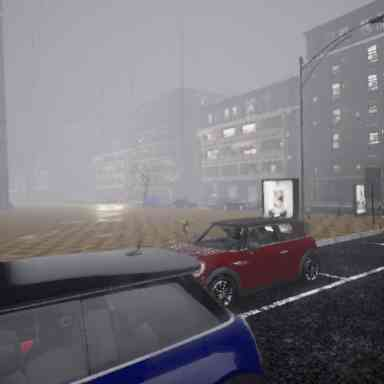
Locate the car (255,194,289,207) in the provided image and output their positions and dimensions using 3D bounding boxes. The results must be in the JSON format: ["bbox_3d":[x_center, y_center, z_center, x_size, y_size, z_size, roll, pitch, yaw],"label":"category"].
[{"bbox_3d":[10.797,1.084,45.186,1.967,1.590,4.097,-3,1,-37],"label":"car"}]

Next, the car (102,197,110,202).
[{"bbox_3d":[-21.370,2.037,87.878,1.947,1.339,4.313,-3,1,-37],"label":"car"}]

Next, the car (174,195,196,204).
[{"bbox_3d":[-1.326,1.396,61.145,1.967,1.590,4.097,-3,1,-37],"label":"car"}]

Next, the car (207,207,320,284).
[{"bbox_3d":[0.964,1.335,7.359,4.097,1.590,1.967,-2,0,-36],"label":"car"}]

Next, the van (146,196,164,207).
[{"bbox_3d":[-6.024,1.489,53.387,1.690,1.788,3.998,-3,1,-37],"label":"van"}]

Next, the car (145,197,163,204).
[{"bbox_3d":[-8.005,1.709,70.055,1.802,1.307,4.206,-3,1,-37],"label":"car"}]

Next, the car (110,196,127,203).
[{"bbox_3d":[-18.034,1.825,83.421,1.967,1.590,4.097,-3,1,-37],"label":"car"}]

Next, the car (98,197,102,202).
[{"bbox_3d":[-24.711,2.102,92.333,1.887,1.381,4.507,-3,1,-37],"label":"car"}]

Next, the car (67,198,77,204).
[{"bbox_3d":[-31.412,2.345,87.306,1.887,1.381,4.507,-3,1,-37],"label":"car"}]

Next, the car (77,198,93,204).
[{"bbox_3d":[-24.730,2.179,78.395,2.008,1.369,4.403,-3,1,-37],"label":"car"}]

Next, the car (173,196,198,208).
[{"bbox_3d":[-0.984,1.564,46.587,1.887,1.381,4.507,-3,1,-37],"label":"car"}]

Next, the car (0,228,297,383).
[{"bbox_3d":[-1.615,1.355,2.219,4.553,1.767,2.097,-2,1,-36],"label":"car"}]

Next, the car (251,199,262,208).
[{"bbox_3d":[8.577,1.326,33.760,2.008,1.369,4.403,-3,1,-37],"label":"car"}]

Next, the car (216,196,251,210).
[{"bbox_3d":[5.236,1.411,38.216,2.008,1.369,4.403,-3,1,-37],"label":"car"}]
